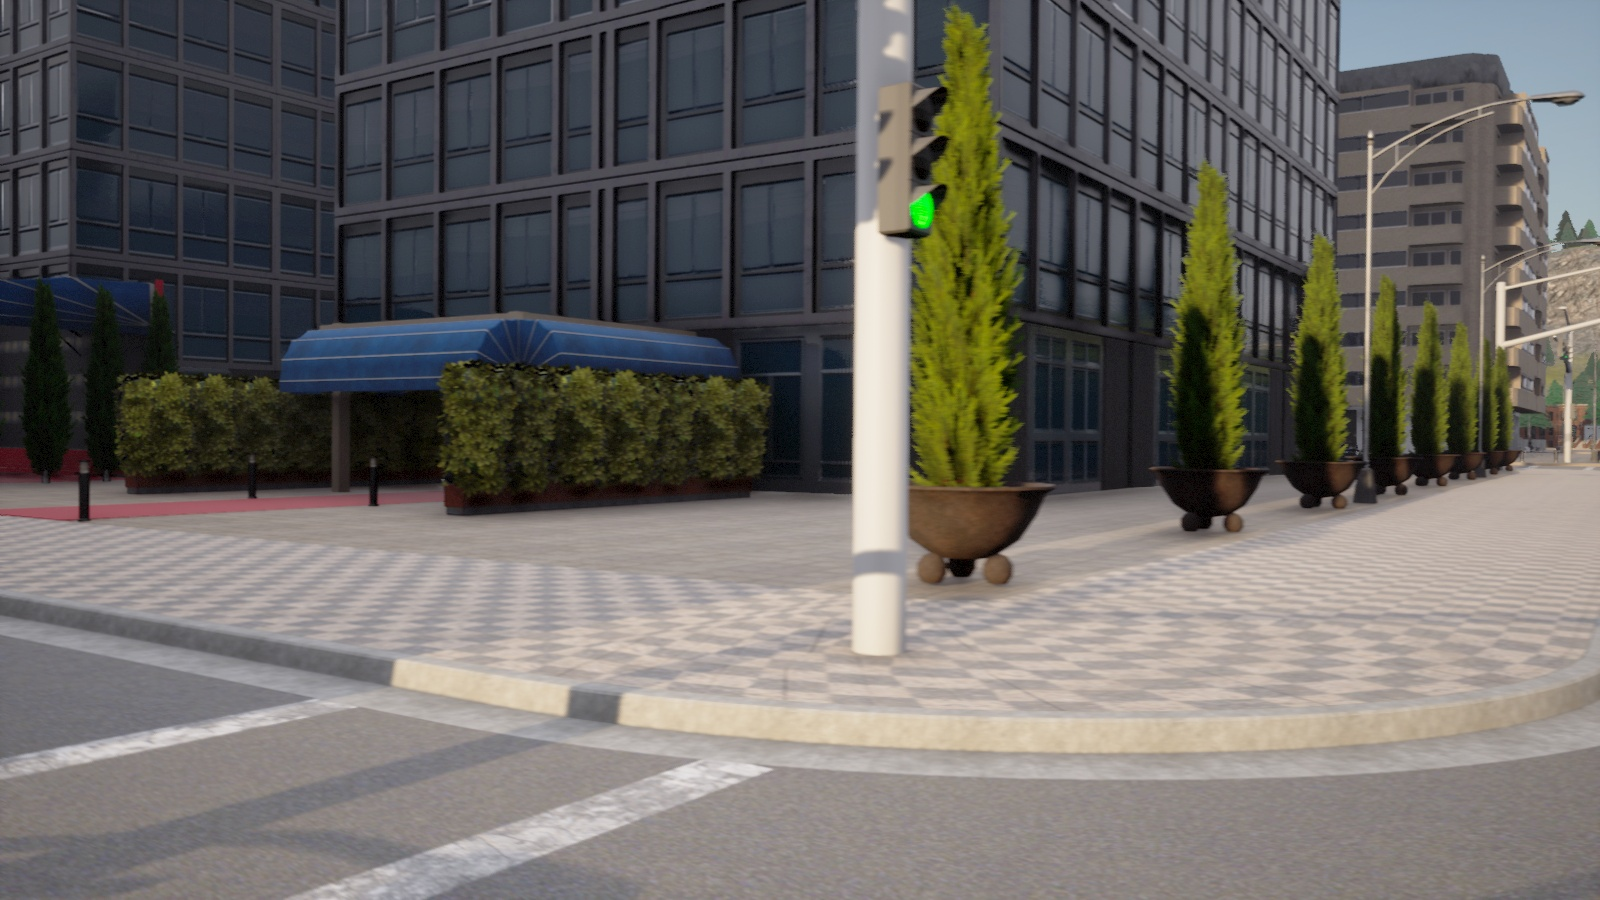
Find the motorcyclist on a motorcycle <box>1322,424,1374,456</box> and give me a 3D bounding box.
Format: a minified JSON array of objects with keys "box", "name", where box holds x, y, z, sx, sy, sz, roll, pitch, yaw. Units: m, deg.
[{"box":[28.167,-0.509,64.522,2.350,1.649,0.766,0,1,34],"name":"motorcyclist on a motorcycle"}]
